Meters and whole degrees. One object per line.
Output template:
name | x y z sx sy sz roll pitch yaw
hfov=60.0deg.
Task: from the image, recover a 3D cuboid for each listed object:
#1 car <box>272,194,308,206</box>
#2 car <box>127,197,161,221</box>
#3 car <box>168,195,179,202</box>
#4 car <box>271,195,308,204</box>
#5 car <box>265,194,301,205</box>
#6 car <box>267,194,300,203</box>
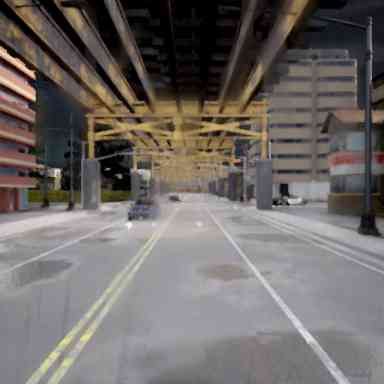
car | 13.248 1.163 45.390 4.974 1.542 2.038 0 1 -20
car | -3.591 1.226 25.571 2.097 1.767 4.553 0 0 0
car | -3.519 1.150 64.321 1.895 1.301 4.718 0 1 0
car | 13.297 1.005 45.407 4.536 1.218 1.853 0 1 -20
car | 13.574 1.128 49.549 4.974 1.542 2.038 0 1 25
car | 13.621 0.971 49.526 4.536 1.218 1.853 0 1 25
